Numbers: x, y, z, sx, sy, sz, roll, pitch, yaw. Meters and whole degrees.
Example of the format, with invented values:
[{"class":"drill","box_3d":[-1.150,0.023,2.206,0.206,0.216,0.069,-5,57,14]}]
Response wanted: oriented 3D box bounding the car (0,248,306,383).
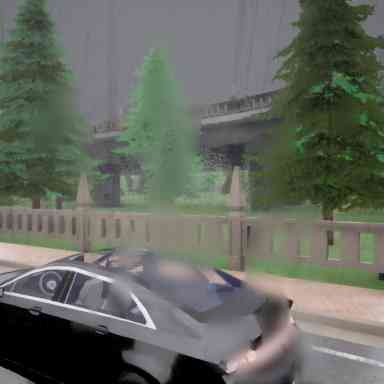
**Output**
[{"class":"car","box_3d":[-1.148,1.492,4.221,4.902,1.511,2.128,0,0,33]}]
